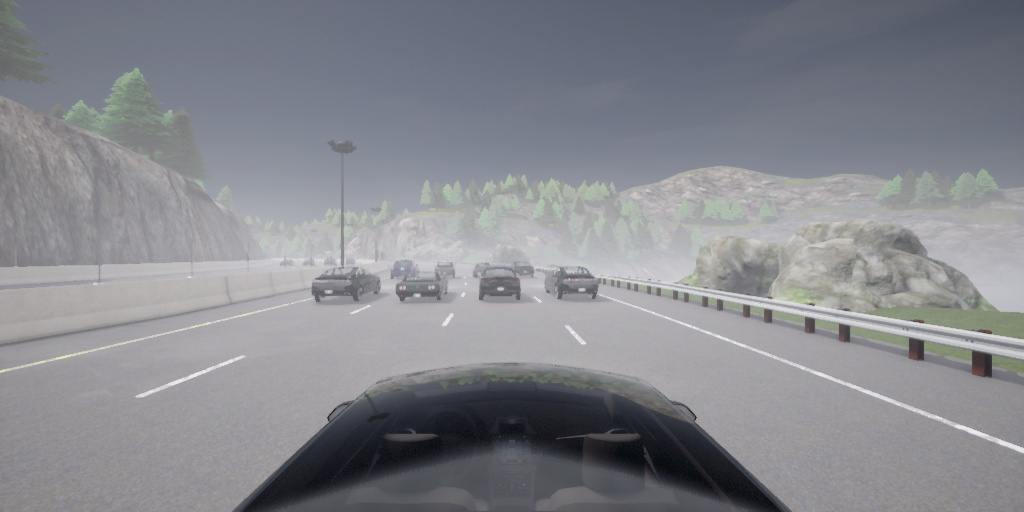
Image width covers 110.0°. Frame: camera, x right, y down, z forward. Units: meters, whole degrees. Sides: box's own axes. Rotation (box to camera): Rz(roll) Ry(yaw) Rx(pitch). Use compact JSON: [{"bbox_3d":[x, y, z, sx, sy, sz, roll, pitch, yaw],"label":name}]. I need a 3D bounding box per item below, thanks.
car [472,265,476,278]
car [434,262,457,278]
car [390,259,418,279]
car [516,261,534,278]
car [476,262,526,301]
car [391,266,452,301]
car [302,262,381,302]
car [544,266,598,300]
[{"bbox_3d":[-2.680,1.322,33.468,1.994,1.385,4.181,0,0,-10],"label":"car"},{"bbox_3d":[-6.131,1.245,32.885,2.128,1.511,4.902,0,0,-10],"label":"car"},{"bbox_3d":[-9.577,1.116,32.273,2.097,1.767,4.553,0,0,-10],"label":"car"},{"bbox_3d":[0.771,1.235,34.050,1.882,1.535,5.008,0,0,-10],"label":"car"},{"bbox_3d":[-0.674,1.235,17.576,1.882,1.535,5.008,0,0,-5],"label":"car"},{"bbox_3d":[-4.164,1.366,17.313,1.895,1.301,4.718,0,0,-5],"label":"car"},{"bbox_3d":[-7.650,1.245,16.990,2.128,1.511,4.902,0,0,-5],"label":"car"},{"bbox_3d":[2.814,1.245,17.869,2.128,1.511,4.902,0,0,-5],"label":"car"}]
